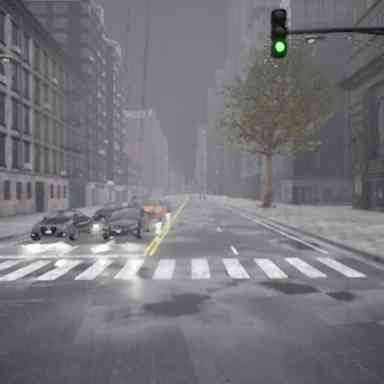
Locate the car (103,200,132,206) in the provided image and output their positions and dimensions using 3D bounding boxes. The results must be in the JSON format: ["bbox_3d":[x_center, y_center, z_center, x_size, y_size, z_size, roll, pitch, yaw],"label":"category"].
[{"bbox_3d":[-6.604,1.638,27.606,2.033,1.411,5.357,-1,0,0],"label":"car"}]

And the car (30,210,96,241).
[{"bbox_3d":[-6.605,1.650,17.295,1.994,1.385,4.181,-1,0,0],"label":"car"}]

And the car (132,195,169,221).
[{"bbox_3d":[-3.352,1.409,27.752,2.097,1.767,4.553,-1,0,0],"label":"car"}]

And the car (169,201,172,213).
[{"bbox_3d":[-3.342,1.569,38.440,1.837,1.490,4.892,-1,0,0],"label":"car"}]

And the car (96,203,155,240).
[{"bbox_3d":[-3.353,1.557,17.653,1.837,1.490,4.892,-1,0,0],"label":"car"}]

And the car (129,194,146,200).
[{"bbox_3d":[-6.586,1.321,42.083,2.150,2.045,5.566,-1,0,0],"label":"car"}]
